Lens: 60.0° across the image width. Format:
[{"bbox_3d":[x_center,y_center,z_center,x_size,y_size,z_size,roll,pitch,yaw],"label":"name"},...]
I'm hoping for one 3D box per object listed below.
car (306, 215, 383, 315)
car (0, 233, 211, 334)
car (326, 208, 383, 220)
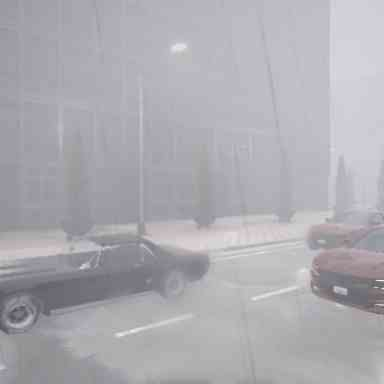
[{"bbox_3d":[4.637,1.447,7.266,5.008,1.535,1.882,0,0,-35],"label":"car"},{"bbox_3d":[-1.989,1.592,6.860,4.718,1.301,1.895,0,0,-35],"label":"car"},{"bbox_3d":[6.505,1.428,12.909,5.008,1.535,1.882,0,0,-35],"label":"car"}]
